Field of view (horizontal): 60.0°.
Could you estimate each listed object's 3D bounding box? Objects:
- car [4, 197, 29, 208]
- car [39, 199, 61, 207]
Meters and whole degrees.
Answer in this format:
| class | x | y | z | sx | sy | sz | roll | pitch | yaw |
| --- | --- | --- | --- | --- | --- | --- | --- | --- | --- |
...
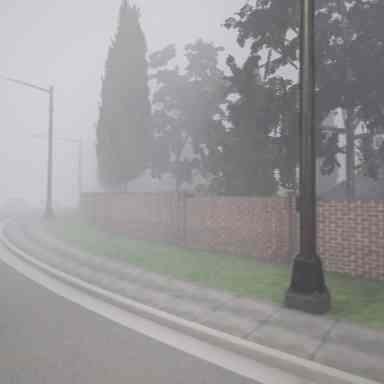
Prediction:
| class | x | y | z | sx | sy | sz | roll | pitch | yaw |
| --- | --- | --- | --- | --- | --- | --- | --- | --- | --- |
| car | -23.916 | 1.472 | 45.424 | 1.812 | 1.442 | 4.674 | 1 | -1 | -7 |
| car | -24.827 | 1.882 | 58.351 | 2.033 | 1.411 | 5.357 | 0 | -2 | 1 |
